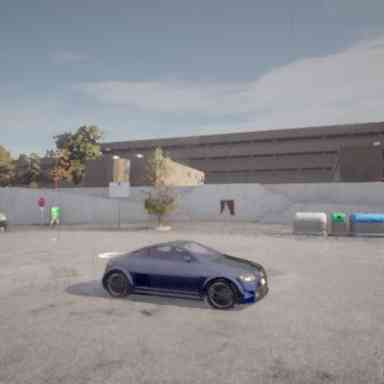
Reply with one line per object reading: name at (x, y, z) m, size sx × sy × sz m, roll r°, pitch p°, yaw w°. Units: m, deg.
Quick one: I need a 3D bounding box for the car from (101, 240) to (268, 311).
car at (-0.203, 1.968, 8.571) m, size 4.181 × 1.385 × 1.994 m, roll -1°, pitch -3°, yaw 20°

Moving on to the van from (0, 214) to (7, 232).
van at (-20.964, 3.169, 34.075) m, size 1.878 × 1.987 × 4.442 m, roll -1°, pitch -5°, yaw 0°
